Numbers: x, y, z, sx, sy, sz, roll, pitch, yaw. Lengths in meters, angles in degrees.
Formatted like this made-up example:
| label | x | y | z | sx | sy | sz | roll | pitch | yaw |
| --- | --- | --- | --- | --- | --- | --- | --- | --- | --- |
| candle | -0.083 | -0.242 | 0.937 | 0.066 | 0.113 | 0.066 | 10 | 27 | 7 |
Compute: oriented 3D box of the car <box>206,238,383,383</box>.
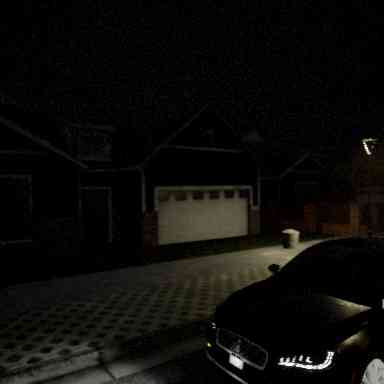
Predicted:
| label | x | y | z | sx | sy | sz | roll | pitch | yaw |
| --- | --- | --- | --- | --- | --- | --- | --- | --- | --- |
| car | 2.428 | 1.491 | 4.793 | 4.892 | 1.490 | 1.837 | 0 | 0 | -35 |
